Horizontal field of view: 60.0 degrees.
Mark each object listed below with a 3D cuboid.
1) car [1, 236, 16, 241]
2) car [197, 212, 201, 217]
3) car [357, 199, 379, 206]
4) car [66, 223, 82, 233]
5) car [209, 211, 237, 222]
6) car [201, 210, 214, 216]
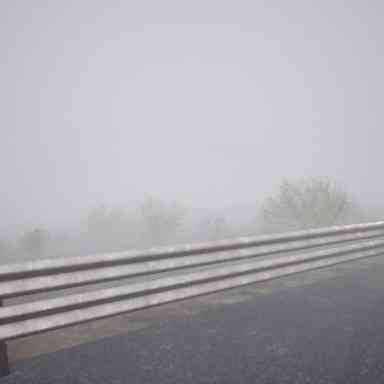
[{"bbox_3d":[-23.304,6.259,41.821,4.181,1.385,1.994,-4,3,-21],"label":"car"},{"bbox_3d":[3.348,3.933,59.607,4.902,1.511,2.128,-4,3,-21],"label":"car"},{"bbox_3d":[33.507,2.117,63.556,4.902,1.511,2.128,-4,3,-20],"label":"car"},{"bbox_3d":[-17.159,5.521,51.720,4.718,1.301,1.895,-4,3,-21],"label":"car"},{"bbox_3d":[5.967,4.131,53.119,5.357,1.411,2.033,-4,3,-21],"label":"car"},{"bbox_3d":[4.641,4.025,56.356,4.892,1.490,1.837,-4,3,-21],"label":"car"}]
